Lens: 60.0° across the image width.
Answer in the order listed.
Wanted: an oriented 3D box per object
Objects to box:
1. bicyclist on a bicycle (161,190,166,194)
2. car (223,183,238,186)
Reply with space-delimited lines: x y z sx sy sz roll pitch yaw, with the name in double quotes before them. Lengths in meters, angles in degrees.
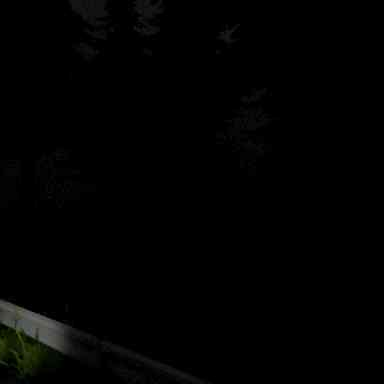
"bicyclist on a bicycle" -2.342 0.169 28.920 0.582 1.620 1.656 2 5 -28
"car" 3.939 -0.279 37.657 4.181 1.385 1.994 -4 1 -7
